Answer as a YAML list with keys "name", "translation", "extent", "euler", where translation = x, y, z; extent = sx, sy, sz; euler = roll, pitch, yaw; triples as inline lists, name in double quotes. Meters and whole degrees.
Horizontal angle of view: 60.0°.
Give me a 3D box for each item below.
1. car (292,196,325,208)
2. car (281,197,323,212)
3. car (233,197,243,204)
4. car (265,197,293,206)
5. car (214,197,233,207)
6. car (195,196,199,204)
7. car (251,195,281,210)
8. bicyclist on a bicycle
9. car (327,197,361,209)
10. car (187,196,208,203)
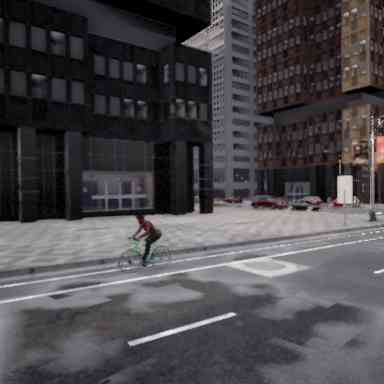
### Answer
- name: "car"
  translation: [16.972, 1.370, 48.690]
  extent: [1.967, 1.590, 4.097]
  euler: [-1, 1, -35]
- name: "car"
  translation: [13.184, 1.620, 39.326]
  extent: [1.947, 1.339, 4.313]
  euler: [-1, 1, -35]
- name: "car"
  translation: [7.522, 1.536, 61.940]
  extent: [1.887, 1.381, 4.507]
  euler: [-1, 1, -35]
- name: "car"
  translation: [13.824, 1.532, 53.108]
  extent: [1.802, 1.307, 4.206]
  euler: [-1, 1, -35]
- name: "car"
  translation: [3.829, 1.639, 52.439]
  extent: [1.752, 1.417, 4.829]
  euler: [-1, 1, -35]
- name: "car"
  translation: [2.179, 1.605, 64.734]
  extent: [2.033, 1.411, 5.357]
  euler: [-1, 0, -35]
- name: "car"
  translation: [10.028, 1.389, 43.741]
  extent: [2.192, 1.841, 5.009]
  euler: [-1, 1, -35]
- name: "bicyclist on a bicycle"
  translation: [-1.302, 1.444, 9.386]
  extent: [1.656, 1.620, 0.582]
  euler: [0, 0, -35]
- name: "car"
  translation: [20.122, 1.351, 44.274]
  extent: [1.967, 1.590, 4.097]
  euler: [-1, 1, -35]
- name: "car"
  translation: [1.122, 1.560, 70.911]
  extent: [1.752, 1.417, 4.829]
  euler: [-1, 1, -35]
